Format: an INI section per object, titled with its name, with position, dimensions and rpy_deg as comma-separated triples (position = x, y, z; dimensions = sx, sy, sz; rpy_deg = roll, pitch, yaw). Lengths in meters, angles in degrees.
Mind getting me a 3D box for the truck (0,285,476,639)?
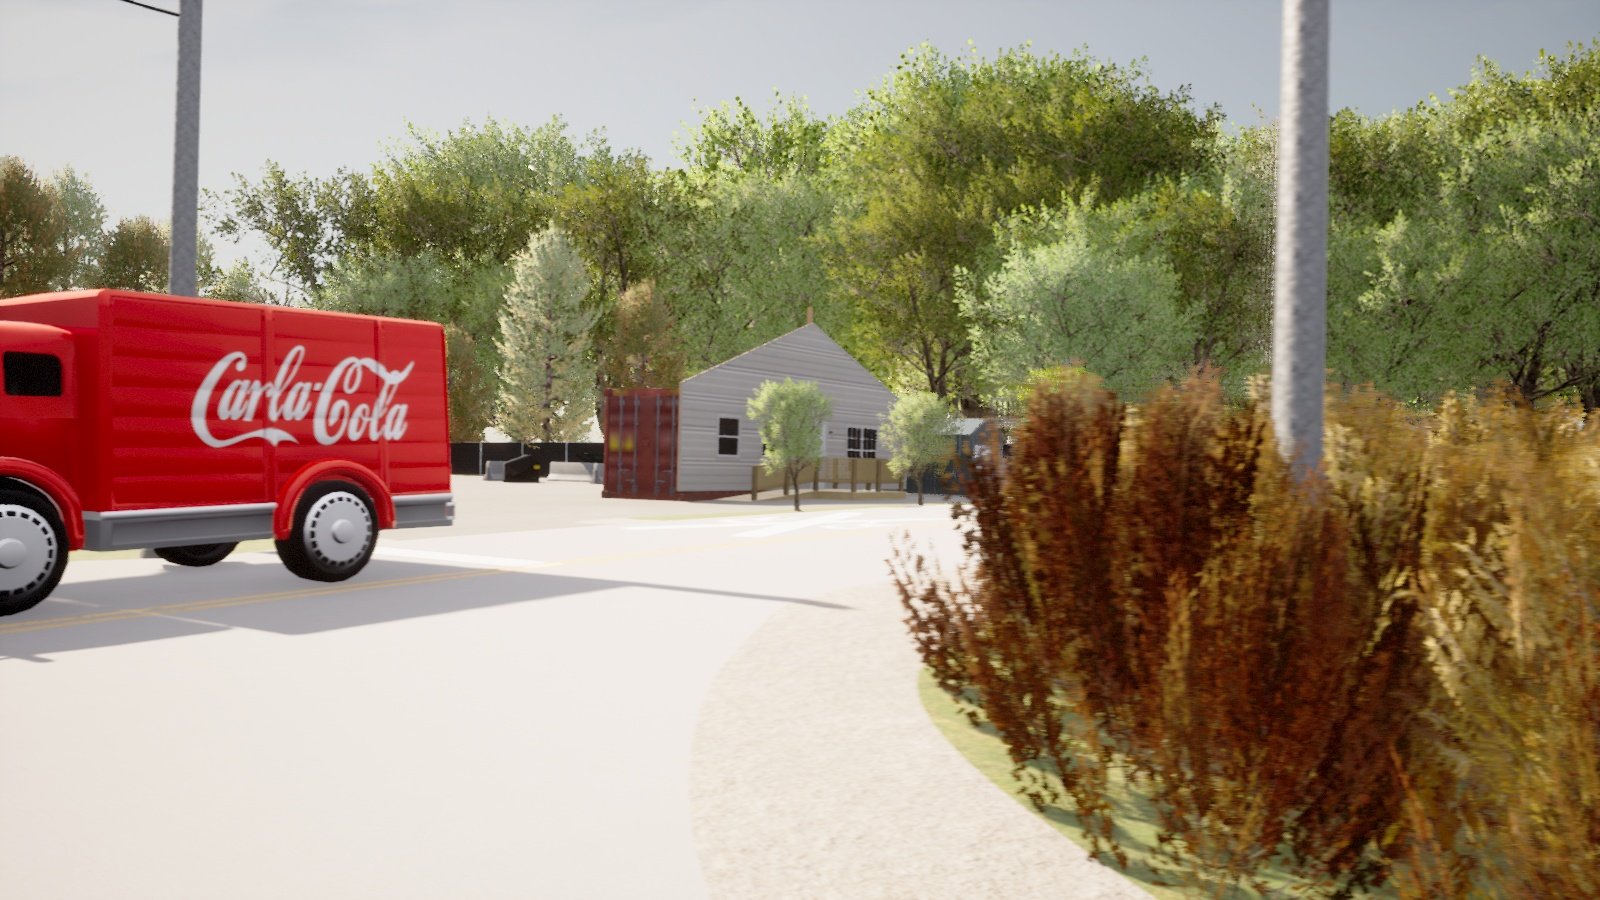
[truck]
position = -5.743, 0.051, 10.880
dimensions = 2.627, 2.467, 5.204
rpy_deg = 0, 1, 34
